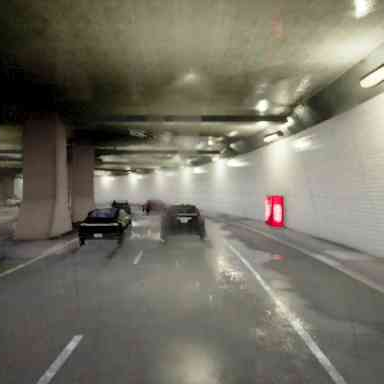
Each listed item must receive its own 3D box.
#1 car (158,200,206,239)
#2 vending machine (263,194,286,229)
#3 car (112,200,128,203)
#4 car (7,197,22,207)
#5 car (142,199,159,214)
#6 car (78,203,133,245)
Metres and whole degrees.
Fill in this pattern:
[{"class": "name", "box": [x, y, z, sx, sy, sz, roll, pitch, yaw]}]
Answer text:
[{"class": "car", "box": [-0.575, 1.353, 17.390, 2.097, 1.767, 4.553, 0, 0, -6]}, {"class": "vending machine", "box": [5.082, 1.196, 20.502, 1.100, 2.100, 0.880, 0, 0, -7]}, {"class": "car", "box": [-7.227, 1.494, 33.343, 2.128, 1.511, 4.902, 0, 0, -16]}, {"class": "car", "box": [-27.576, 1.531, 51.854, 1.812, 1.442, 4.674, 0, 0, -39]}, {"class": "car", "box": [-4.067, 1.480, 35.017, 1.882, 1.535, 5.008, 0, 0, -16]}, {"class": "car", "box": [-3.882, 1.493, 15.451, 2.128, 1.511, 4.902, 0, 0, -5]}]
